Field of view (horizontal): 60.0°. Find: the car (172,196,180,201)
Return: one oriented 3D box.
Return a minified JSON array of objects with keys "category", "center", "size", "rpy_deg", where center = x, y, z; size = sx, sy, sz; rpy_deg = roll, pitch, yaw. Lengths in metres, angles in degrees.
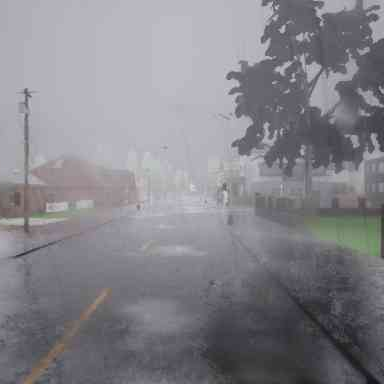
[{"category":"car","center":[-4.000,1.737,84.625],"size":[2.128,1.511,4.902],"rpy_deg":[0,0,0]}]
